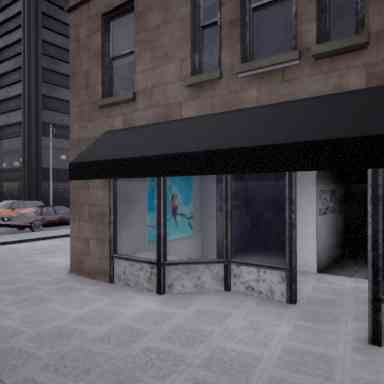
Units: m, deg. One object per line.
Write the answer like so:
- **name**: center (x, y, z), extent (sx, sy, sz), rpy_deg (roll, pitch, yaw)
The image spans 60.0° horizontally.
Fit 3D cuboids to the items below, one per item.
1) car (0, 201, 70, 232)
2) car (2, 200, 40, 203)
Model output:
- **car**: center (-8.400, 1.489, 19.734), extent (2.033, 1.411, 5.357), rpy_deg (0, 0, 35)
- **car**: center (-11.317, 1.309, 20.982), extent (2.097, 1.767, 4.553), rpy_deg (0, 0, 35)
